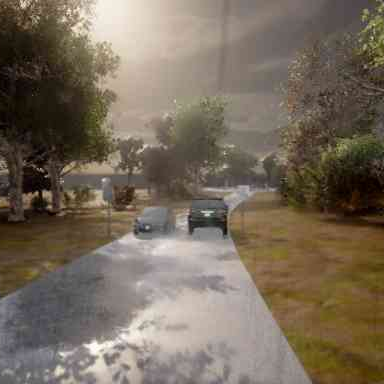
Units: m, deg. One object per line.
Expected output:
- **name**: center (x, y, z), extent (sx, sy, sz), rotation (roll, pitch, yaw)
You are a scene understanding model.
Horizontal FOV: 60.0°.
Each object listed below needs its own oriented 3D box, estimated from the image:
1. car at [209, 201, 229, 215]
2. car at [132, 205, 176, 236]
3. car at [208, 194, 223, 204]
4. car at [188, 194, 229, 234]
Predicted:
- **car**: center (3.125, 1.734, 37.727), extent (1.994, 1.385, 4.181), rotation (0, 0, 8)
- **car**: center (-2.014, 1.560, 18.985), extent (1.837, 1.490, 4.892), rotation (0, 0, 5)
- **car**: center (4.238, 1.168, 58.663), extent (1.882, 1.535, 5.008), rotation (1, 2, 14)
- **car**: center (1.001, 1.302, 19.903), extent (2.150, 2.045, 5.566), rotation (0, -1, 5)
